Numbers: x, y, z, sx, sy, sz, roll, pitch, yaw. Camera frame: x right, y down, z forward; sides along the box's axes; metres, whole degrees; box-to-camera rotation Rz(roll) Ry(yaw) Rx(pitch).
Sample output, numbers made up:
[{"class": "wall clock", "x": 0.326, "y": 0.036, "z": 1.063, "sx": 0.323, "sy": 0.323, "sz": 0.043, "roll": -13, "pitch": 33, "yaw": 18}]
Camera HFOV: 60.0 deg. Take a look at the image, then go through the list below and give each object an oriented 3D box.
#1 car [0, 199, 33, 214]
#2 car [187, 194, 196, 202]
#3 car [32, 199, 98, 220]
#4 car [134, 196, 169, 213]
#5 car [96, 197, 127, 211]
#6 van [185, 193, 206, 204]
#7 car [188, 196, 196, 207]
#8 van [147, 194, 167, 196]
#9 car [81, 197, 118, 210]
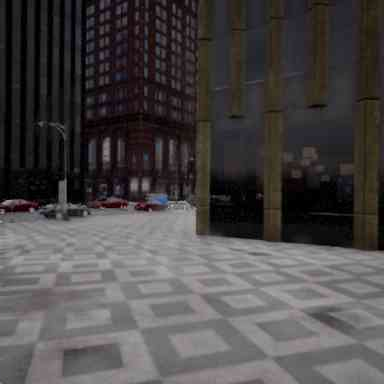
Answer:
[{"class": "car", "x": -17.671, "y": 1.417, "z": 33.111, "sx": 1.887, "sy": 1.381, "sz": 4.507, "roll": 1, "pitch": 1, "yaw": 35}, {"class": "car", "x": 1.706, "y": 1.364, "z": 55.713, "sx": 1.882, "sy": 1.535, "sz": 5.008, "roll": 1, "pitch": 1, "yaw": 35}, {"class": "car", "x": -10.672, "y": 1.556, "z": 28.246, "sx": 2.008, "sy": 1.369, "sz": 4.403, "roll": 1, "pitch": 1, "yaw": 35}, {"class": "car", "x": -4.435, "y": 1.531, "z": 37.060, "sx": 1.887, "sy": 1.381, "sz": 4.507, "roll": 1, "pitch": 1, "yaw": 35}, {"class": "car", "x": -9.986, "y": 1.374, "z": 39.354, "sx": 1.882, "sy": 1.535, "sz": 5.008, "roll": 1, "pitch": 1, "yaw": 35}, {"class": "van", "x": 0.702, "y": 1.167, "z": 59.069, "sx": 1.690, "sy": 1.788, "sz": 3.998, "roll": 1, "pitch": 1, "yaw": 35}, {"class": "car", "x": 1.802, "y": 1.553, "z": 45.875, "sx": 1.802, "sy": 1.307, "sz": 4.206, "roll": 1, "pitch": 1, "yaw": 35}, {"class": "van", "x": -5.422, "y": 1.180, "z": 50.416, "sx": 1.690, "sy": 1.788, "sz": 3.998, "roll": 1, "pitch": 1, "yaw": 35}, {"class": "car", "x": -11.548, "y": 1.419, "z": 41.764, "sx": 1.947, "sy": 1.339, "sz": 4.313, "roll": 1, "pitch": 1, "yaw": 35}]
